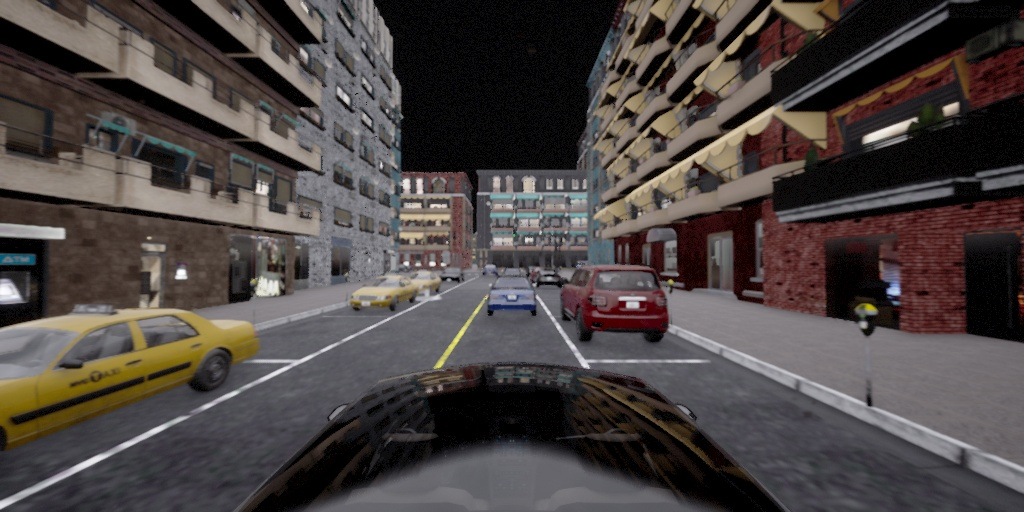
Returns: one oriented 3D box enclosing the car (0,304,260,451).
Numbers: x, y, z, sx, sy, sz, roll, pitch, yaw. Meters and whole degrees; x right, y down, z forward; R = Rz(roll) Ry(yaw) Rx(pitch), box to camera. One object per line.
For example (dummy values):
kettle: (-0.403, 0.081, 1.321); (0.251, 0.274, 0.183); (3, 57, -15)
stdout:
car: (-5.320, 1.306, 4.282); (1.751, 1.417, 4.829); (0, 0, 0)

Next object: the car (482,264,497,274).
car: (-2.771, 1.812, 46.272); (1.812, 1.442, 4.674); (0, -1, 0)

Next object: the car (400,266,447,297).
car: (-5.294, 1.499, 20.972); (1.751, 1.417, 4.829); (0, 0, 0)

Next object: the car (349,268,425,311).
car: (-5.304, 1.433, 15.408); (1.751, 1.417, 4.829); (0, 0, 0)

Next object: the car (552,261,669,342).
car: (2.567, 1.158, 10.042); (2.192, 1.841, 5.009); (0, 0, 0)

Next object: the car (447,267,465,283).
car: (-5.280, 1.675, 32.270); (1.948, 1.339, 4.313); (0, 0, 0)

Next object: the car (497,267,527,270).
car: (0.023, 1.650, 30.420); (1.994, 1.385, 4.181); (0, -1, 0)

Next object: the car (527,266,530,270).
car: (2.567, 1.654, 32.294); (1.888, 1.381, 4.507); (0, 0, 0)

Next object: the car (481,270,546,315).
car: (0.013, 1.441, 14.373); (2.033, 1.411, 5.357); (0, -1, 0)

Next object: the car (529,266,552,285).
car: (2.567, 1.606, 26.730); (1.948, 1.339, 4.313); (0, 0, 0)
